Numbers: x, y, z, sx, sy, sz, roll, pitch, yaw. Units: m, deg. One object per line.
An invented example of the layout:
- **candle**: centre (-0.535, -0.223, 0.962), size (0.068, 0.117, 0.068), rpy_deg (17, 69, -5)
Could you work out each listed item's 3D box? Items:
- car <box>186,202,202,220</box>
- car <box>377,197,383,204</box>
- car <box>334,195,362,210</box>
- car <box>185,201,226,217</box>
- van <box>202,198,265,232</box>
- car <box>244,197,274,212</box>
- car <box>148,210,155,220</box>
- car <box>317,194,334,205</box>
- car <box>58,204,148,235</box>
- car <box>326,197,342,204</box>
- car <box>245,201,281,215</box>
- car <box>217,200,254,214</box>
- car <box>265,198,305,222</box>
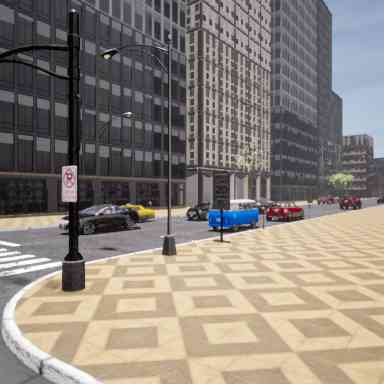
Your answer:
- **car**: centre (1.444, 1.528, 27.766), size (1.837, 1.490, 4.892), rpy_deg (0, 0, 38)
- **car**: centre (38.243, 1.658, 66.497), size (1.947, 1.339, 4.313), rpy_deg (0, 0, 38)
- **car**: centre (21.225, 1.368, 44.493), size (2.192, 1.841, 5.009), rpy_deg (0, 0, 38)
- **car**: centre (1.377, 1.604, 31.710), size (1.802, 1.307, 4.206), rpy_deg (0, 0, 38)
- **van**: centre (2.632, 1.368, 20.270), size (1.690, 1.788, 3.998), rpy_deg (0, 0, 38)
- **car**: centre (8.184, 1.471, 40.512), size (1.967, 1.590, 4.097), rpy_deg (0, 0, 38)
- **car**: centre (-4.749, 1.540, 24.001), size (1.752, 1.417, 4.829), rpy_deg (0, 0, 38)
- **car**: centre (25.204, 1.381, 62.518), size (2.192, 1.841, 5.009), rpy_deg (0, 0, 38)
- **car**: centre (-5.204, 1.508, 19.171), size (2.128, 1.511, 4.902), rpy_deg (0, 0, 38)
- **car**: centre (28.607, 1.624, 66.918), size (2.008, 1.369, 4.403), rpy_deg (0, 0, 38)
- **car**: centre (7.768, 1.632, 35.921), size (1.895, 1.301, 4.718), rpy_deg (0, 0, 38)
- **car**: centre (4.781, 1.571, 36.111), size (1.887, 1.381, 4.507), rpy_deg (0, 0, 38)
- **car**: centre (7.610, 1.472, 26.888), size (1.967, 1.590, 4.097), rpy_deg (0, 0, 38)
